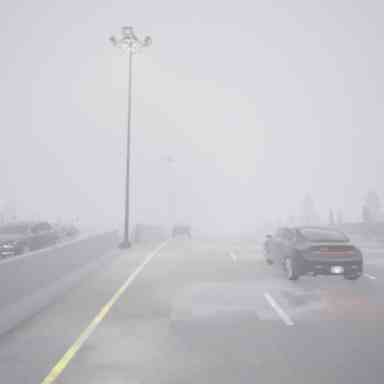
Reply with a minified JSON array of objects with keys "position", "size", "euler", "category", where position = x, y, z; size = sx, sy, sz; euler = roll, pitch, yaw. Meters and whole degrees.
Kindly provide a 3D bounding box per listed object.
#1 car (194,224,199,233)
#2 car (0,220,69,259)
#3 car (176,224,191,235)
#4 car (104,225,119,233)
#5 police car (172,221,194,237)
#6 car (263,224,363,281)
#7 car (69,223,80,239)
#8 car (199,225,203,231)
[{"position":[0.021,7.545,67.718],"size":[1.895,1.301,4.718],"euler":[0,-6,2],"category":"car"},{"position":[-7.098,1.954,13.888],"size":[1.837,1.490,4.892],"euler":[0,-3,0],"category":"car"},{"position":[-1.047,4.984,44.286],"size":[1.812,1.442,4.674],"euler":[0,-6,0],"category":"car"},{"position":[-14.030,6.505,58.157],"size":[1.812,1.442,4.674],"euler":[0,-6,1],"category":"car"},{"position":[-1.048,3.804,34.466],"size":[1.930,1.638,5.238],"euler":[0,-6,0],"category":"police car"},{"position":[3.601,1.792,10.682],"size":[1.837,1.490,4.892],"euler":[0,-3,0],"category":"car"},{"position":[-10.594,3.121,26.614],"size":[1.895,1.301,4.718],"euler":[0,-6,0],"category":"car"},{"position":[1.361,8.793,81.867],"size":[2.097,1.767,4.553],"euler":[-1,-6,11],"category":"car"}]
